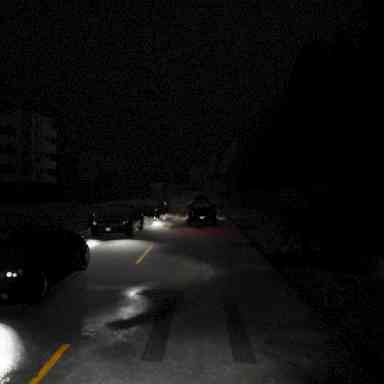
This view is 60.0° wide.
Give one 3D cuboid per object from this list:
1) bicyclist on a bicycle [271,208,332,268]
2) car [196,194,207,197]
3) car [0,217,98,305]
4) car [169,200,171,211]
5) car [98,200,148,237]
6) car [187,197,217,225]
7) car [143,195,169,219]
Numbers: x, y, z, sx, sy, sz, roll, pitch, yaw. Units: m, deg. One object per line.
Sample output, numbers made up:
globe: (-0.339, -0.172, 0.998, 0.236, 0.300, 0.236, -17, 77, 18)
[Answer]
bicyclist on a bicycle: (2.983, 1.269, 9.043, 1.656, 1.620, 0.582, 0, 1, 2)
car: (1.392, 1.068, 48.438, 1.837, 1.490, 4.892, 0, -1, 2)
car: (-3.927, 1.490, 7.800, 1.994, 1.385, 4.181, 0, 0, 2)
car: (-3.234, 1.065, 31.724, 2.097, 1.767, 4.553, 0, 1, 2)
car: (-3.661, 1.369, 17.053, 1.812, 1.442, 4.674, 0, 0, 1)
car: (0.670, 1.326, 22.229, 1.812, 1.442, 4.674, 0, 1, 2)
car: (-3.294, 1.242, 26.773, 1.882, 1.535, 5.008, 0, 1, 2)
